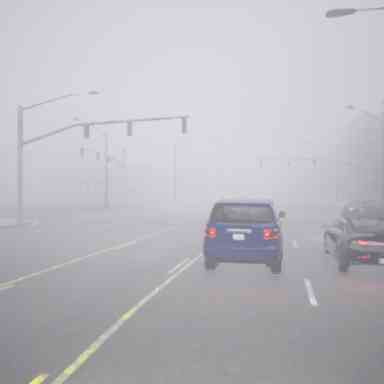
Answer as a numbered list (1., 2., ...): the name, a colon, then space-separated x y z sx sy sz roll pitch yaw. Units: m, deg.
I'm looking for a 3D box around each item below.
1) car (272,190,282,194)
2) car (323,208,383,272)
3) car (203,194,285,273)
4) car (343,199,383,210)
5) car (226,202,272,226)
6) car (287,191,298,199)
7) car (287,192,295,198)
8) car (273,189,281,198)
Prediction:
1. car: 19.845 0.932 77.822 1.994 1.385 4.181 0 1 15
2. car: 5.343 1.494 10.494 2.128 1.511 4.902 0 0 14
3. car: 1.854 1.226 10.997 2.150 2.045 5.566 0 0 15
4. car: 13.665 1.344 25.323 4.553 1.767 2.097 0 1 -24
5. car: 4.071 1.540 24.728 2.033 1.411 5.357 0 0 -5
6. car: 23.222 0.734 76.902 2.097 1.767 4.553 0 1 15
7. car: 25.754 0.639 86.625 1.837 1.490 4.892 0 0 15
8. car: 22.374 0.365 87.533 2.150 2.045 5.566 0 0 15
